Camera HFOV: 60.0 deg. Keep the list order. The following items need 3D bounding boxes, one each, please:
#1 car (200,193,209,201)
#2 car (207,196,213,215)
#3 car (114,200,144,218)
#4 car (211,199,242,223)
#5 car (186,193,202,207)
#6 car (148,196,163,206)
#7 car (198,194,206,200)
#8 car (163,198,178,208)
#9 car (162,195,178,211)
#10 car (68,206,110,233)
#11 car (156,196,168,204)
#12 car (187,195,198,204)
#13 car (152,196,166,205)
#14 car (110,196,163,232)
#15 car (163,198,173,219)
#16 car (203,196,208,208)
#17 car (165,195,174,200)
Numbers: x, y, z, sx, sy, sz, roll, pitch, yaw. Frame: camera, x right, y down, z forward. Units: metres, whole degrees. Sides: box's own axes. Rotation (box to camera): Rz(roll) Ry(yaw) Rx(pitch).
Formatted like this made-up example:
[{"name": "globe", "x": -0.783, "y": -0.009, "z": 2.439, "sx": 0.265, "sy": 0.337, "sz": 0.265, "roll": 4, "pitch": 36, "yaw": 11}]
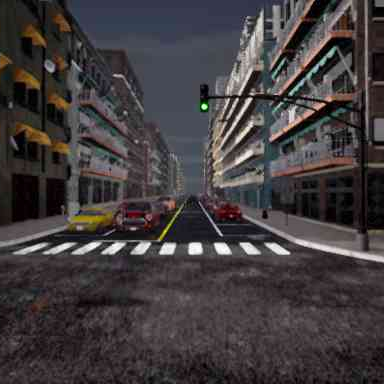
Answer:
[{"name": "car", "x": 2.986, "y": 1.229, "z": 73.276, "sx": 2.097, "sy": 1.767, "sz": 4.553, "roll": 0, "pitch": 0, "yaw": 0}, {"name": "car", "x": 2.693, "y": 1.386, "z": 30.488, "sx": 1.967, "sy": 1.590, "sz": 4.097, "roll": 1, "pitch": 0, "yaw": 0}, {"name": "car", "x": -5.689, "y": 1.490, "z": 30.500, "sx": 1.887, "sy": 1.381, "sz": 4.507, "roll": 1, "pitch": 0, "yaw": 0}, {"name": "car", "x": 2.693, "y": 1.500, "z": 24.964, "sx": 1.887, "sy": 1.381, "sz": 4.507, "roll": 1, "pitch": 0, "yaw": 0}, {"name": "car", "x": 0.088, "y": 1.390, "z": 51.026, "sx": 1.882, "sy": 1.535, "sz": 5.008, "roll": 0, "pitch": 0, "yaw": 0}, {"name": "car", "x": -5.693, "y": 1.435, "z": 52.424, "sx": 1.752, "sy": 1.417, "sz": 4.829, "roll": 1, "pitch": 0, "yaw": 0}, {"name": "car", "x": 2.682, "y": 1.293, "z": 91.245, "sx": 1.967, "sy": 1.590, "sz": 4.097, "roll": 1, "pitch": 0, "yaw": 0}, {"name": "car", "x": -3.070, "y": 1.516, "z": 48.668, "sx": 1.895, "sy": 1.301, "sz": 4.718, "roll": 0, "pitch": 0, "yaw": 0}, {"name": "car", "x": -3.098, "y": 1.284, "z": 38.809, "sx": 2.097, "sy": 1.767, "sz": 4.553, "roll": 0, "pitch": 0, "yaw": 0}, {"name": "car", "x": -5.686, "y": 1.491, "z": 19.283, "sx": 1.752, "sy": 1.417, "sz": 4.829, "roll": 1, "pitch": 0, "yaw": 0}, {"name": "car", "x": -5.695, "y": 1.437, "z": 63.641, "sx": 1.887, "sy": 1.381, "sz": 4.507, "roll": 1, "pitch": 0, "yaw": 0}, {"name": "car", "x": 0.089, "y": 1.401, "z": 61.295, "sx": 1.837, "sy": 1.490, "sz": 4.892, "roll": 0, "pitch": 0, "yaw": 0}, {"name": "car", "x": -5.694, "y": 1.451, "z": 58.117, "sx": 2.008, "sy": 1.369, "sz": 4.403, "roll": 1, "pitch": 0, "yaw": 0}, {"name": "car", "x": -3.078, "y": 1.317, "z": 19.528, "sx": 2.097, "sy": 1.767, "sz": 4.553, "roll": 0, "pitch": 0, "yaw": -1}, {"name": "car", "x": -3.106, "y": 1.496, "z": 29.020, "sx": 2.033, "sy": 1.411, "sz": 5.357, "roll": 0, "pitch": 0, "yaw": 0}, {"name": "car", "x": 2.690, "y": 1.509, "z": 41.535, "sx": 1.802, "sy": 1.307, "sz": 4.206, "roll": 1, "pitch": 0, "yaw": 0}, {"name": "car", "x": -5.699, "y": 1.411, "z": 85.734, "sx": 2.008, "sy": 1.369, "sz": 4.403, "roll": 1, "pitch": 0, "yaw": 0}]
